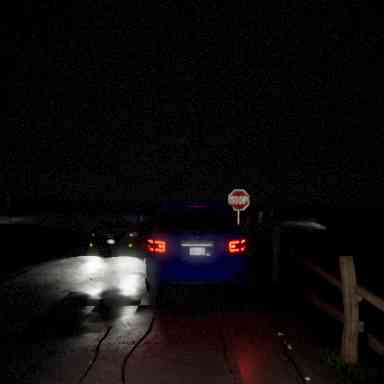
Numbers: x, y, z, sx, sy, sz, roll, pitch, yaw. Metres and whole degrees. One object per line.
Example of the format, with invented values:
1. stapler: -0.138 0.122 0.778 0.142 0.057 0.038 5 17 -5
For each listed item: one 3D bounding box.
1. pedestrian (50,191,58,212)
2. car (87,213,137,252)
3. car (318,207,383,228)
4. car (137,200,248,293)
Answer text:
1. pedestrian: -12.076 0.779 28.922 0.375 1.860 0.375 0 1 0
2. car: -2.699 1.553 13.657 1.994 1.385 4.181 0 0 5
3. car: 12.751 1.910 25.832 5.357 1.411 2.033 2 3 0
4. car: 0.084 1.214 8.965 2.150 2.045 5.566 0 0 0
